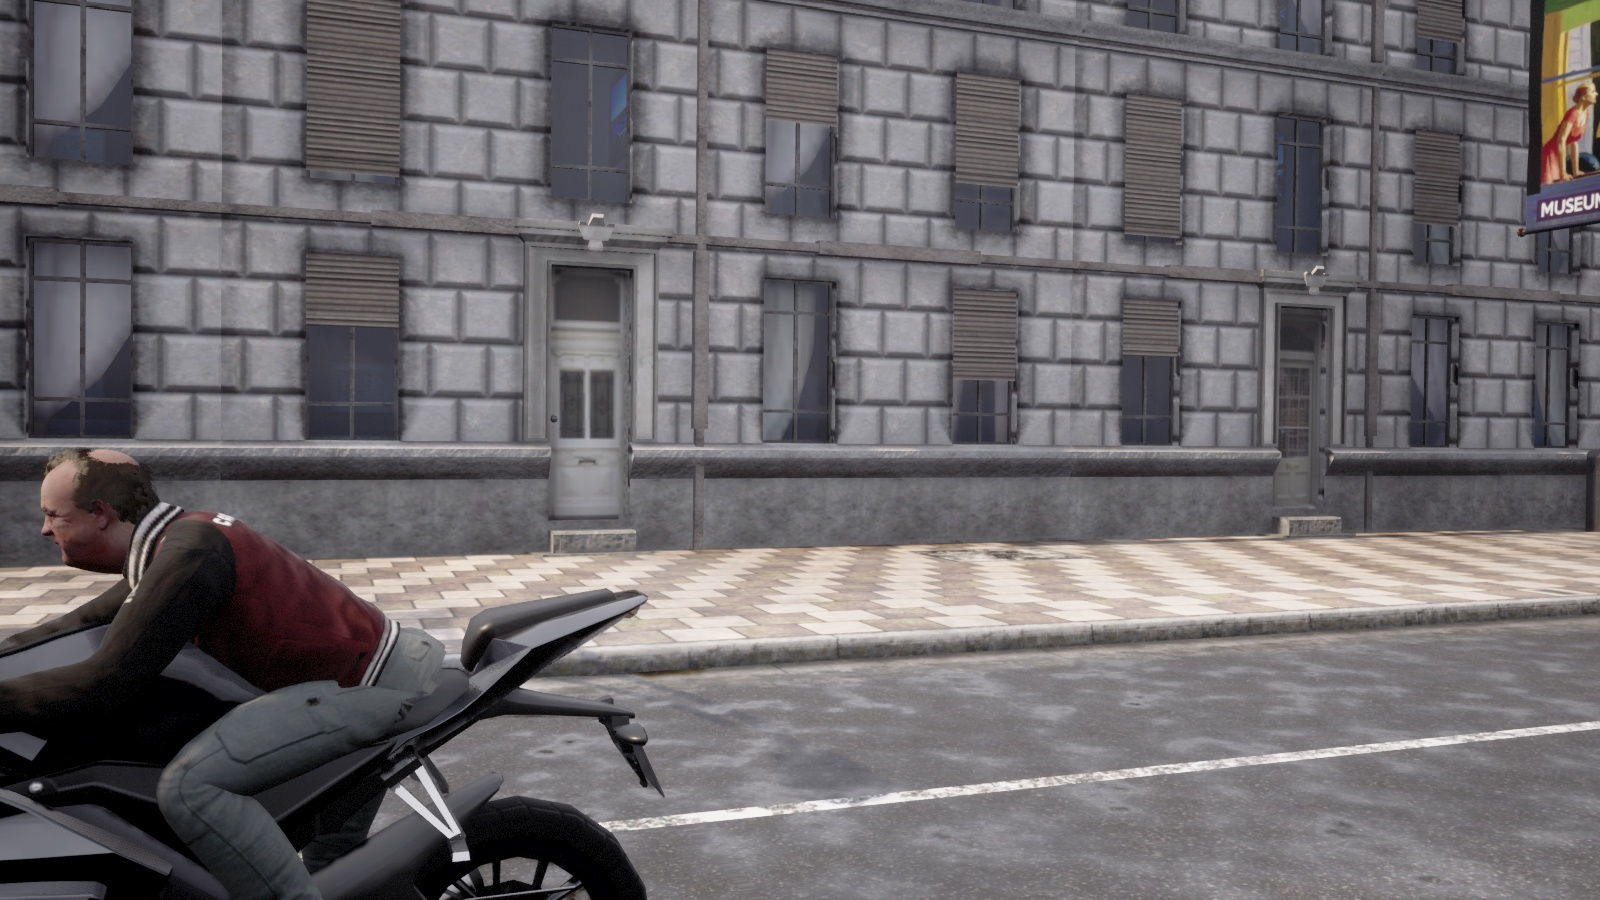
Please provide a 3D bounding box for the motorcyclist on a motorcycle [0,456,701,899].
[{"bbox_3d":[-1.392,0.804,2.711,2.191,1.530,0.866,-1,1,-21],"label":"motorcyclist on a motorcycle"}]
